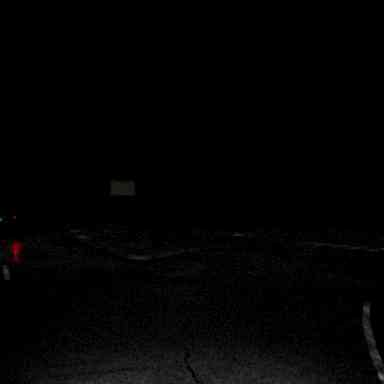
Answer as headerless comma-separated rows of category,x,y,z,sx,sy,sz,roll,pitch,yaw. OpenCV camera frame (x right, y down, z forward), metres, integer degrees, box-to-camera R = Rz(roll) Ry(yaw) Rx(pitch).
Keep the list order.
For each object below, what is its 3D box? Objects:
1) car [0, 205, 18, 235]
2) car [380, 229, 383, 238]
car,-11.679,1.467,18.630,4.553,1.767,2.097,0,-2,38
car,23.369,4.701,38.733,1.994,1.385,4.181,0,-5,41
